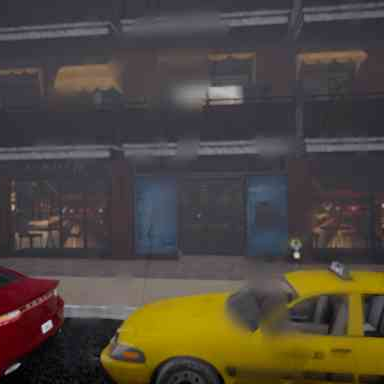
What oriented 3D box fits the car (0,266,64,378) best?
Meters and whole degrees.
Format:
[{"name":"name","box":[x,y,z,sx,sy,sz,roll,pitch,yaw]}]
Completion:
[{"name":"car","box":[-4.033,1.547,4.381,4.507,1.381,1.887,0,-1,5]}]

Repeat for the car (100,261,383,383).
[{"name":"car","box":[1.443,1.524,3.857,4.829,1.417,1.752,0,-1,5]}]
